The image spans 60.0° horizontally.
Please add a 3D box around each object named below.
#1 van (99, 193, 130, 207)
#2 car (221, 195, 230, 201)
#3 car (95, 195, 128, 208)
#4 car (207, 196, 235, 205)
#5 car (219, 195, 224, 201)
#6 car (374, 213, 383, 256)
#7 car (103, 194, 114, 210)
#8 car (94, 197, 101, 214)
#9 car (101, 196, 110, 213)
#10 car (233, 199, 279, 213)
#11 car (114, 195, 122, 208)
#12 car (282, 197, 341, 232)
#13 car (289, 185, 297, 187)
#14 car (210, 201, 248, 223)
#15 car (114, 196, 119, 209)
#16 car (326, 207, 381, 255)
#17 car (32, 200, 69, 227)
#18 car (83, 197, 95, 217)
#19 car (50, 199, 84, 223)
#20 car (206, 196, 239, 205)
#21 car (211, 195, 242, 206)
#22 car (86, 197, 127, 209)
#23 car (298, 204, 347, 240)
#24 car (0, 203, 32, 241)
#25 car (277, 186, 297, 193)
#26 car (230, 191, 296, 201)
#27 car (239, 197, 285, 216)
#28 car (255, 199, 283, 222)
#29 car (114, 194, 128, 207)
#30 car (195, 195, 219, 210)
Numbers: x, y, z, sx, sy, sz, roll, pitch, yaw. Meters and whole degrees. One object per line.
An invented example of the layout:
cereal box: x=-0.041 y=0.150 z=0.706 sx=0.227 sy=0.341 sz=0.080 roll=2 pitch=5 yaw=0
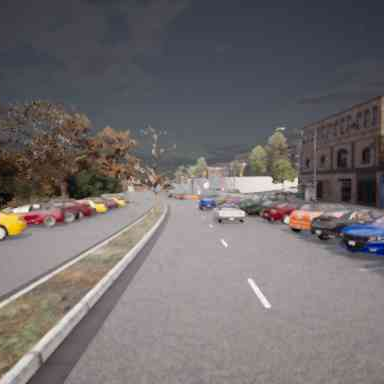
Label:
van: x=-12.609 y=1.280 z=54.124 sx=4.442 sy=1.987 sz=1.878 roll=-1 pitch=0 yaw=-25
car: x=6.603 y=1.499 z=42.260 sx=4.674 sy=1.452 sz=2.002 roll=1 pitch=0 yaw=-24
car: x=-12.410 y=1.381 z=51.136 sx=4.553 sy=1.767 sz=2.185 roll=-1 pitch=0 yaw=-25
car: x=5.264 y=1.485 z=60.294 sx=4.792 sy=1.488 sz=2.163 roll=1 pitch=0 yaw=-26
car: x=6.387 y=1.497 z=45.276 sx=4.674 sy=1.452 sz=2.002 roll=1 pitch=0 yaw=-24
car: x=7.904 y=1.479 z=9.132 sx=5.366 sy=1.575 sz=1.946 roll=1 pitch=0 yaw=-20
car: x=-11.323 y=1.380 z=36.368 sx=4.553 sy=1.767 sz=2.185 roll=-1 pitch=0 yaw=-23
car: x=-11.070 y=1.380 z=30.435 sx=4.553 sy=1.767 sz=2.185 roll=-1 pitch=0 yaw=-22
car: x=-11.355 y=1.505 z=33.326 sx=5.366 sy=1.575 sz=1.946 roll=-1 pitch=0 yaw=-23
car: x=6.961 y=1.502 z=36.233 sx=4.674 sy=1.452 sz=2.002 roll=1 pitch=0 yaw=-23
car: x=-11.731 y=1.547 z=42.267 sx=4.674 sy=1.452 sz=2.002 roll=-1 pitch=0 yaw=-24
car: x=7.600 y=1.348 z=18.112 sx=4.553 sy=1.767 sz=2.185 roll=1 pitch=0 yaw=-21
car: x=22.841 y=-0.415 z=73.006 sx=2.435 sy=2.045 sz=5.566 roll=-7 pitch=4 yaw=-30
car: x=2.736 y=1.592 z=25.647 sx=1.895 sy=1.301 sz=4.718 roll=0 pitch=0 yaw=-2
car: x=-11.529 y=1.546 z=39.313 sx=4.674 sy=1.452 sz=2.002 roll=-1 pitch=0 yaw=-23
car: x=7.718 y=1.478 z=12.075 sx=5.008 sy=1.535 sz=2.097 roll=1 pitch=0 yaw=-21
car: x=-10.730 y=1.535 z=21.548 sx=4.792 sy=1.488 sz=2.163 roll=-1 pitch=0 yaw=-22
car: x=-10.900 y=1.505 z=27.484 sx=5.008 sy=1.535 sz=2.097 roll=-1 pitch=0 yaw=-22
car: x=-10.767 y=1.534 z=24.542 sx=4.792 sy=1.488 sz=2.163 roll=-1 pitch=0 yaw=-22
car: x=5.210 y=1.446 z=57.233 sx=5.366 sy=1.575 sz=1.946 roll=1 pitch=0 yaw=-26
car: x=5.689 y=1.327 z=54.319 sx=4.553 sy=1.767 sz=2.185 roll=1 pitch=0 yaw=-25
car: x=-12.356 y=1.507 z=48.096 sx=5.366 sy=1.575 sz=1.946 roll=-1 pitch=0 yaw=-24
car: x=7.660 y=1.477 z=15.093 sx=4.892 sy=1.521 sz=2.231 roll=1 pitch=0 yaw=-21
car: x=-10.554 y=1.505 z=15.639 sx=5.008 sy=1.535 sz=2.097 roll=-1 pitch=0 yaw=-21
car: x=19.894 y=0.165 z=72.487 sx=2.002 sy=1.452 sz=4.674 roll=-7 pitch=4 yaw=-30
car: x=7.099 y=1.213 z=33.196 sx=5.566 sy=2.045 sz=2.435 roll=1 pitch=0 yaw=-23
car: x=7.263 y=1.466 z=30.192 sx=5.008 sy=1.535 sz=2.097 roll=1 pitch=0 yaw=-23
car: x=7.470 y=1.470 z=24.158 sx=5.008 sy=1.535 sz=2.097 roll=1 pitch=0 yaw=-22
car: x=-11.786 y=1.501 z=45.302 sx=5.366 sy=1.575 sz=1.946 roll=-1 pitch=0 yaw=-24
car: x=1.863 y=1.463 z=42.668 sx=1.882 sy=1.535 sz=5.008 roll=0 pitch=0 yaw=-4
